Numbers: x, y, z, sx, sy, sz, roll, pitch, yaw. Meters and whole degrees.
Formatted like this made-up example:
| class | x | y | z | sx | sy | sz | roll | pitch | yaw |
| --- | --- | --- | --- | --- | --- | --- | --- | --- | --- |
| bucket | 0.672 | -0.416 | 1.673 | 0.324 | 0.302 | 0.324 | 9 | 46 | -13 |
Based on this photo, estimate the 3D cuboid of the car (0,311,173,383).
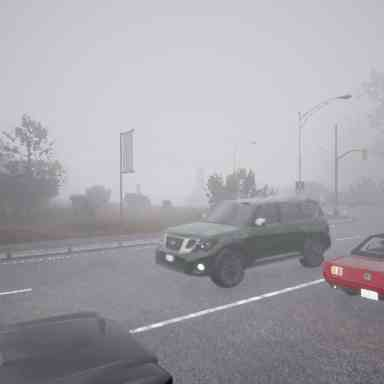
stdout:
| class | x | y | z | sx | sy | sz | roll | pitch | yaw |
| --- | --- | --- | --- | --- | --- | --- | --- | --- | --- |
| car | -2.399 | 1.601 | 2.024 | 4.718 | 1.301 | 1.895 | 0 | 0 | -36 |

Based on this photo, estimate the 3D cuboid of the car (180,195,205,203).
| class | x | y | z | sx | sy | sz | roll | pitch | yaw |
| --- | --- | --- | --- | --- | --- | --- | --- | --- | --- |
| car | 0.009 | 1.276 | 65.720 | 2.033 | 1.411 | 5.357 | -1 | 0 | -38 |

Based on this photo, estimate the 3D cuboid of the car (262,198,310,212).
| class | x | y | z | sx | sy | sz | roll | pitch | yaw |
| --- | --- | --- | --- | --- | --- | --- | --- | --- | --- |
| car | 10.134 | 1.404 | 36.087 | 1.895 | 1.301 | 4.718 | -1 | 0 | -39 |

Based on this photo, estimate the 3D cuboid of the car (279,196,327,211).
| class | x | y | z | sx | sy | sz | roll | pitch | yaw |
| --- | --- | --- | --- | --- | --- | --- | --- | --- | --- |
| car | 12.758 | 1.252 | 38.410 | 1.882 | 1.535 | 5.008 | -1 | 0 | -39 |

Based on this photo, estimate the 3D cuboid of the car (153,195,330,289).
| class | x | y | z | sx | sy | sz | roll | pitch | yaw |
| --- | --- | --- | --- | --- | --- | --- | --- | --- | --- |
| car | 1.708 | 1.200 | 9.534 | 5.566 | 2.045 | 2.150 | 0 | 0 | -36 |

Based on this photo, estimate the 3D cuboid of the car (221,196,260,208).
| class | x | y | z | sx | sy | sz | roll | pitch | yaw |
| --- | --- | --- | --- | --- | --- | --- | --- | --- | --- |
| car | 6.603 | 1.326 | 46.050 | 2.033 | 1.411 | 5.357 | -1 | 0 | -39 |

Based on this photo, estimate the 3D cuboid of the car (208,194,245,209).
| class | x | y | z | sx | sy | sz | roll | pitch | yaw |
| --- | --- | --- | --- | --- | --- | --- | --- | --- | --- |
| car | 4.416 | 1.159 | 43.184 | 2.097 | 1.767 | 4.553 | -1 | 0 | -39 |

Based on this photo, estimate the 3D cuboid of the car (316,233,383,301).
| class | x | y | z | sx | sy | sz | roll | pitch | yaw |
| --- | --- | --- | --- | --- | --- | --- | --- | --- | --- |
| car | 5.048 | 1.570 | 7.363 | 4.718 | 1.301 | 1.895 | 0 | 0 | -36 |
